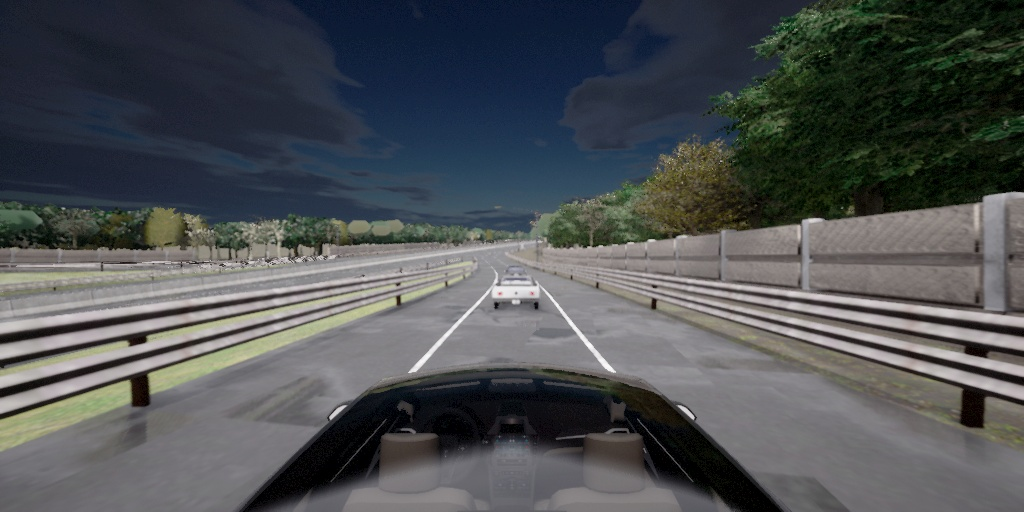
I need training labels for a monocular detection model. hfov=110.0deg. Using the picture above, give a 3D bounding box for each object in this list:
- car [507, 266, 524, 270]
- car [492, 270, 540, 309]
[{"bbox_3d":[0.282,1.555,30.791,2.033,1.411,5.357,0,0,-1],"label":"car"},{"bbox_3d":[0.207,1.478,15.828,1.895,1.301,4.718,0,0,1],"label":"car"}]
